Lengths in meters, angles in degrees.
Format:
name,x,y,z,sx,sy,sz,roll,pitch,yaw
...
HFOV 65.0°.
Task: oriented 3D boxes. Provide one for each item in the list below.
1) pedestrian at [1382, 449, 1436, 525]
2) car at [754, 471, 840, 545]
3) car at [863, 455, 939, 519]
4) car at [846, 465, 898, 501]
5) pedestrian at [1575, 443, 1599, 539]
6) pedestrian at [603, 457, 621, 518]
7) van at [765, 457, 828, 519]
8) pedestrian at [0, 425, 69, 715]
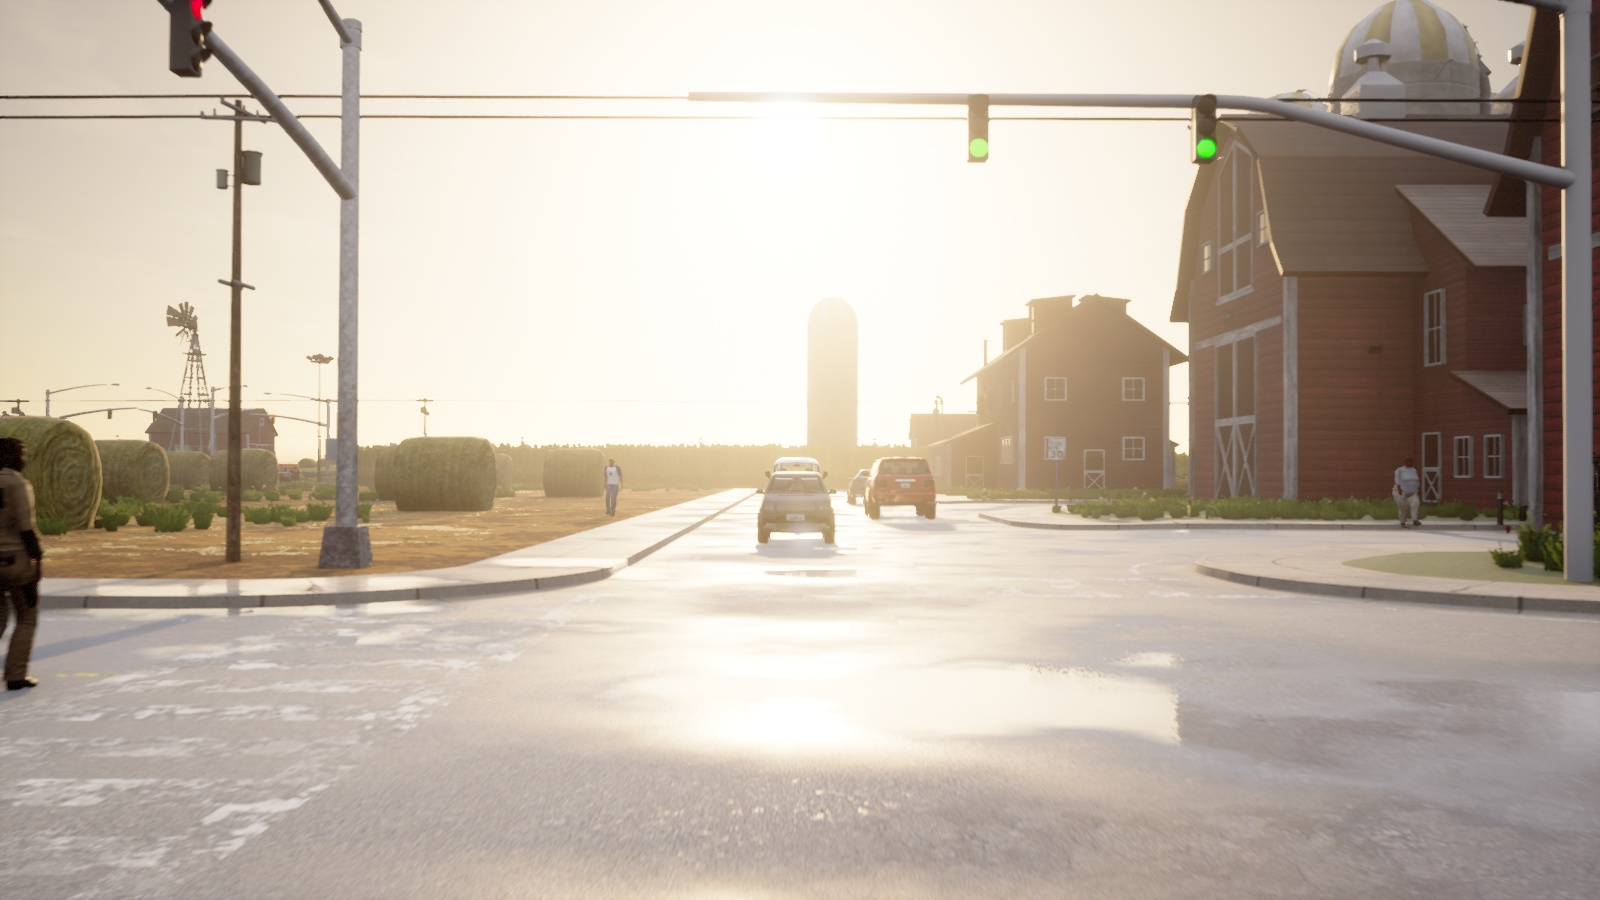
name,x,y,z,sx,sy,sz,roll,pitch,yaw
pedestrian,15.263,0.919,31.476,0.874,1.855,0.900,0,-1,-1
car,-0.069,1.265,28.332,1.789,1.549,3.705,0,-1,0
car,3.395,1.245,43.226,2.150,2.045,5.566,0,-1,0
car,3.355,1.559,59.362,2.152,1.651,5.027,0,-2,0
pedestrian,16.050,0.821,25.427,0.402,1.930,0.666,0,-1,14
pedestrian,-5.697,1.123,38.112,0.354,1.836,0.706,0,-1,6
van,-0.106,1.267,43.540,2.069,2.038,4.480,0,-1,0
pedestrian,-5.487,0.804,8.718,0.396,1.930,0.692,0,-1,1
